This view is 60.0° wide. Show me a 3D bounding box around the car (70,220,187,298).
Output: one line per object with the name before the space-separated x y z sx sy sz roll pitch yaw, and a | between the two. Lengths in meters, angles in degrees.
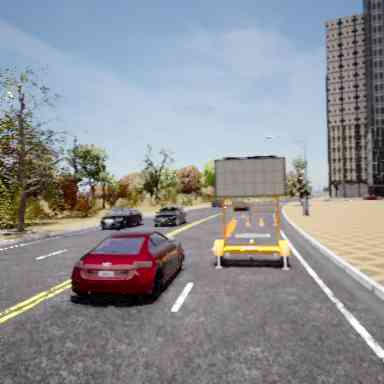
car | -1.486 1.718 9.012 1.994 1.385 4.181 -1 -1 9

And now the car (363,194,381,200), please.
car | 45.298 1.298 83.706 4.097 1.590 1.967 -2 0 25

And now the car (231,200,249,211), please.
car | 7.049 2.023 47.845 1.994 1.385 4.181 -1 -1 15

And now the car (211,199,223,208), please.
car | 5.033 2.192 64.340 1.882 1.535 5.008 -2 -1 18

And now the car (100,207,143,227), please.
car | -5.266 1.943 25.380 2.128 1.511 4.902 -1 -1 12

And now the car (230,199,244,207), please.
car | 8.943 2.204 65.804 1.994 1.385 4.181 -2 -1 18

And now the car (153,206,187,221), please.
car | -1.668 1.891 26.694 1.837 1.490 4.892 -2 -1 12

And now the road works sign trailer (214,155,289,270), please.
road works sign trailer | 2.024 0.569 11.506 2.380 3.560 2.880 -1 -1 11
